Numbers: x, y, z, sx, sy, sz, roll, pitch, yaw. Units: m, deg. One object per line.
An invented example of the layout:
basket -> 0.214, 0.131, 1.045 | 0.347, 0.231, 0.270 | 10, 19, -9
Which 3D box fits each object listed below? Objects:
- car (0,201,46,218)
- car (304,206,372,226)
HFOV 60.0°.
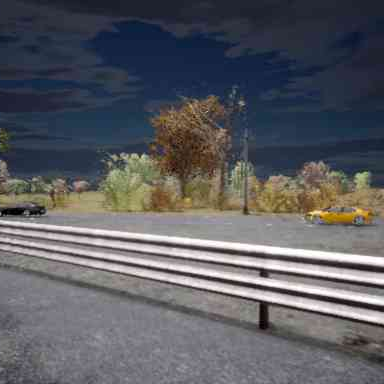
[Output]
car -> -17.135, 1.705, 33.278 | 5.008, 1.535, 1.882 | 0, 0, 12
car -> 11.767, 1.852, 26.999 | 5.008, 1.535, 1.882 | 0, 0, 12
